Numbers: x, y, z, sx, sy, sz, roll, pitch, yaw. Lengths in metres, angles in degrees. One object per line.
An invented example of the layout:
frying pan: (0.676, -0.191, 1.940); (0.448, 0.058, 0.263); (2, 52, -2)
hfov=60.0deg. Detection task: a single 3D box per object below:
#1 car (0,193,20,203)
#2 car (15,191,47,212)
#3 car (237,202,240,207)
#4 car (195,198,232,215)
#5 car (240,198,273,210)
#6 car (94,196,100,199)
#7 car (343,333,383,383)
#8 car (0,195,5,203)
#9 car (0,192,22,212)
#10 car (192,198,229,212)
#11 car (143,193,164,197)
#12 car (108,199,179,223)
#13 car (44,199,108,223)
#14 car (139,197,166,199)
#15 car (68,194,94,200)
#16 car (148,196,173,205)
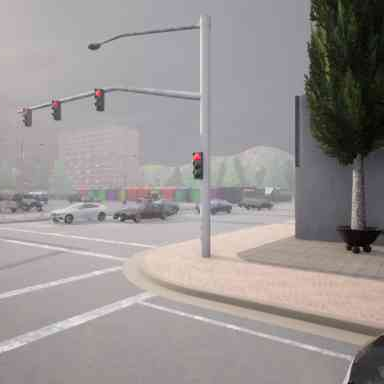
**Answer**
car: (-36.716, 1.153, 66.760); (4.605, 1.855, 1.932); (0, 0, 35)
car: (-18.181, 1.156, 36.463); (3.866, 1.878, 1.905); (0, 0, 35)
car: (8.680, 1.547, 48.682); (2.033, 1.411, 5.357); (0, 0, 37)
car: (2.460, 1.526, 34.535); (1.812, 1.442, 4.674); (0, 0, 37)
car: (8.756, 1.547, 42.974); (2.033, 1.411, 5.357); (0, 0, 37)
car: (-19.488, 1.364, 64.933); (3.905, 1.438, 1.784); (0, 0, 35)
car: (3.375, 1.492, 1.558); (4.902, 1.511, 2.128); (0, 0, 36)
car: (-38.223, 1.364, 64.539); (3.905, 1.438, 1.784); (0, 0, 35)
car: (-19.895, 1.153, 34.131); (4.605, 1.855, 1.932); (0, 0, 35)
car: (2.341, 1.491, 40.240); (2.128, 1.511, 4.902); (0, 0, 37)
car: (-6.889, 1.156, 52.513); (3.866, 1.878, 1.905); (0, 0, 35)
car: (-3.685, 1.547, 26.272); (2.033, 1.411, 5.357); (0, 0, 36)
car: (-8.523, 1.526, 25.537); (1.812, 1.442, 4.674); (0, 0, 38)
car: (-3.136, 1.526, 32.879); (1.812, 1.442, 4.674); (0, 0, 37)
car: (-21.211, 1.153, 62.604); (4.605, 1.855, 1.932); (0, 0, 35)
car: (-5.210, 1.395, 54.872); (3.806, 1.475, 1.970); (0, 0, 35)
